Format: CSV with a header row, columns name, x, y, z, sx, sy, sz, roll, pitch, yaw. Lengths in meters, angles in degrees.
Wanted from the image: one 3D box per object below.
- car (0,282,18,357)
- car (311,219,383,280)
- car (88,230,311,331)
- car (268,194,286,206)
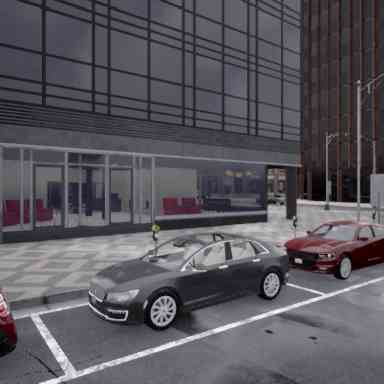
name,x,y,z,sx,sy,sz,roll,pitch,yaw
car,-4.284,1.440,3.593,4.097,1.590,1.967,0,0,-36
car,4.594,1.544,9.940,4.507,1.381,1.887,0,0,-36
car,0.155,1.550,6.767,4.403,1.369,2.008,0,0,-36
car,10.044,0.993,40.757,1.837,1.490,4.892,0,1,-36
